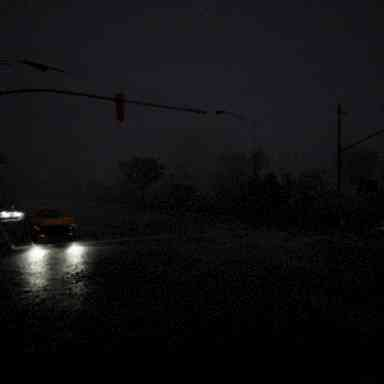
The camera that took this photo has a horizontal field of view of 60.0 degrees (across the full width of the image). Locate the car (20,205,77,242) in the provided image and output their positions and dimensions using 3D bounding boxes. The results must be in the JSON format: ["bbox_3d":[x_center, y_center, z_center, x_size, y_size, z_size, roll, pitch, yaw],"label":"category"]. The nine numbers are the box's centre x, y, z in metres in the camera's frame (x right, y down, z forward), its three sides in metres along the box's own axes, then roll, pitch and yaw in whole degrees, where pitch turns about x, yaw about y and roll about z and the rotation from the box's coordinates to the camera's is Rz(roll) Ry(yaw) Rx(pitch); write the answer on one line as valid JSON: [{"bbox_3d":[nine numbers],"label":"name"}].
[{"bbox_3d":[-7.232,1.490,16.759,1.882,1.535,5.008,0,0,-32],"label":"car"}]

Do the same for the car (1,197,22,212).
[{"bbox_3d":[-20.911,1.388,38.442,2.128,1.511,4.902,0,1,-32],"label":"car"}]
